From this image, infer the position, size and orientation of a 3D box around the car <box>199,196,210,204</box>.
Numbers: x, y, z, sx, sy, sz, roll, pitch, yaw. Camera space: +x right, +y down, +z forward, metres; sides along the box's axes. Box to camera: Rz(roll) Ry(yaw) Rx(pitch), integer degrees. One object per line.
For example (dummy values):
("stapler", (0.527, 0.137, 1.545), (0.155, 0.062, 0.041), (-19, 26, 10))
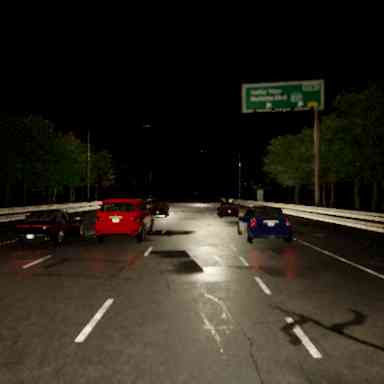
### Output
("car", (3.634, 2.244, 86.146), (2.033, 1.649, 4.856), (0, -1, 0))

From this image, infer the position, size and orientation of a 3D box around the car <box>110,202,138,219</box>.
("car", (-6.855, 1.820, 34.009), (1.837, 1.490, 4.892), (0, -1, 0))

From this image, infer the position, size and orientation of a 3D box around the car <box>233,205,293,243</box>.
("car", (3.619, 1.514, 17.324), (2.097, 1.767, 4.553), (0, -1, 0))

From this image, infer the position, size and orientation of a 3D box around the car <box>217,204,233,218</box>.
("car", (3.644, 1.884, 34.511), (1.994, 1.385, 4.181), (0, -1, 0))

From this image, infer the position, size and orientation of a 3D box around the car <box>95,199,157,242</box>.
("car", (-3.380, 1.385, 17.428), (2.150, 2.045, 5.566), (0, -1, 0))

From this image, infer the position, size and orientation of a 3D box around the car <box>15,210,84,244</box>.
("car", (-6.882, 1.660, 16.578), (1.837, 1.490, 4.892), (0, -1, 0))

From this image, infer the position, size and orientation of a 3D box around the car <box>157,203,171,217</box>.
("car", (-3.354, 1.849, 34.929), (1.812, 1.442, 4.674), (0, -1, 0))
